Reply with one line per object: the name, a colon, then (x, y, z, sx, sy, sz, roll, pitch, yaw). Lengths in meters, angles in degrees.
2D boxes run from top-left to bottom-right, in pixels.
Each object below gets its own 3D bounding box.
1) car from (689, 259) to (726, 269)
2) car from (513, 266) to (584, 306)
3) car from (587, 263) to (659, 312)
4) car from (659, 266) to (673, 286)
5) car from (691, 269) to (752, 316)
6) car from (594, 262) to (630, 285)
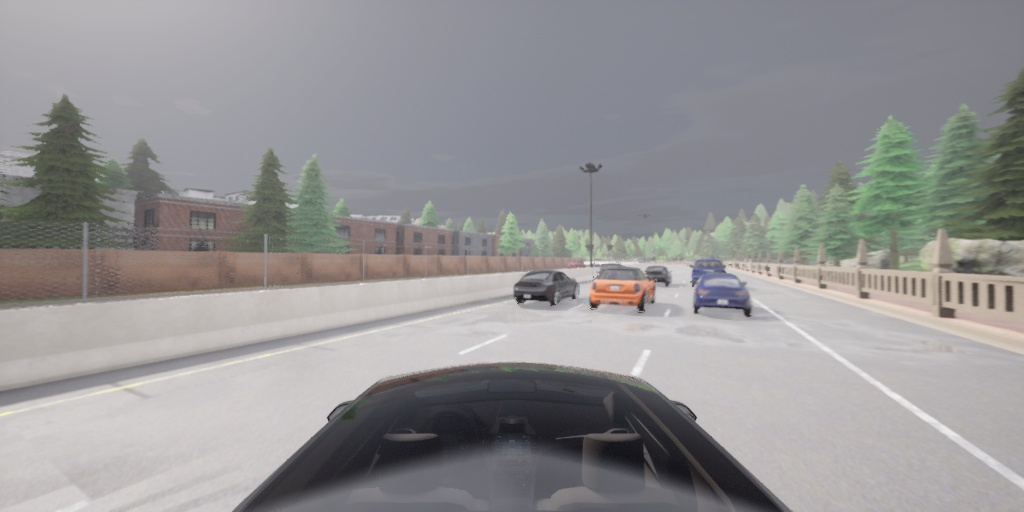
car: (14.368, 1.230, 26.331, 2.150, 2.045, 5.566, 0, 0, 27)
car: (1.745, 1.422, 16.977, 1.837, 1.490, 4.892, 0, 0, 27)
car: (4.827, 1.245, 15.317, 2.097, 1.767, 4.553, 0, -1, 27)
car: (11.686, 1.541, 28.751, 1.837, 1.490, 4.892, 0, 0, 27)
car: (8.166, 1.403, 14.152, 1.812, 1.442, 4.674, 0, 0, 27)
car: (8.530, 1.405, 30.268, 2.097, 1.767, 4.553, 0, -1, 27)
